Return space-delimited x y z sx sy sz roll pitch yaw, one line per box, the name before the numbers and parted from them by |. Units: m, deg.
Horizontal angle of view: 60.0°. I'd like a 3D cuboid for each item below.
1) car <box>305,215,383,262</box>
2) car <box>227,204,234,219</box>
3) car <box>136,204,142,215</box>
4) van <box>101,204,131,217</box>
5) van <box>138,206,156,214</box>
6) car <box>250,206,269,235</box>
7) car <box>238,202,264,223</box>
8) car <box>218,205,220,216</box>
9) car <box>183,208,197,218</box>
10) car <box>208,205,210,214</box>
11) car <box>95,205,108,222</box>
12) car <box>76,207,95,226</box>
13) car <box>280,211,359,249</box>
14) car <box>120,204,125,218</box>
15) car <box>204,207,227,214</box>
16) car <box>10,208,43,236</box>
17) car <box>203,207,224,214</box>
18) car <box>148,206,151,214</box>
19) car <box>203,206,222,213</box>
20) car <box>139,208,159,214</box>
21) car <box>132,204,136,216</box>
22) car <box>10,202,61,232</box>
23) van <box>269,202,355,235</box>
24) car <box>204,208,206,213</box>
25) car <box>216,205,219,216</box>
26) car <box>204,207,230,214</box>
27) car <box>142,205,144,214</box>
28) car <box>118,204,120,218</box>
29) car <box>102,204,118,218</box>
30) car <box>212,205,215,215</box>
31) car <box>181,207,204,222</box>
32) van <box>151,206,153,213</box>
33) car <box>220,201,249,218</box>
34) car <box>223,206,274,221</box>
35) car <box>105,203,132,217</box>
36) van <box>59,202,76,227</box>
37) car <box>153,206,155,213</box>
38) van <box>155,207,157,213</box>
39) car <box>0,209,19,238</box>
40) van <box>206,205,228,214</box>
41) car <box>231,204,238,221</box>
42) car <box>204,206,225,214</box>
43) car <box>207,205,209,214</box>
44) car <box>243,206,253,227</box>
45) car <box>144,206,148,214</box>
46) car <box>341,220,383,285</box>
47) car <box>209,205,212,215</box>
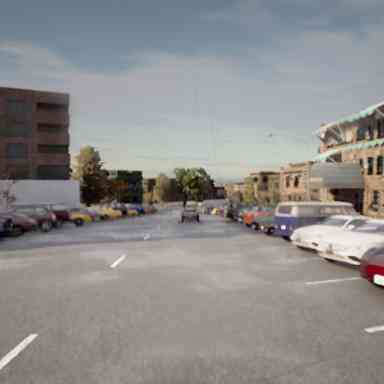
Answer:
car | 6.401 1.633 11.001 4.674 1.452 2.002 1 -1 -20
car | 6.261 2.167 31.540 4.892 1.521 2.231 2 -3 -20
car | -11.667 3.242 55.258 5.366 1.575 1.946 0 -3 -21
van | -11.906 2.868 52.166 4.442 1.987 1.878 0 -3 -21
van | -11.893 4.693 88.169 4.442 1.987 1.878 0 -3 -19
car | 6.361 1.803 19.808 5.008 1.535 2.097 1 -2 -20
car | 6.286 1.847 25.671 4.553 1.767 2.185 1 -2 -20
car | 6.182 2.504 40.333 5.008 1.535 2.097 2 -2 -21
car | -0.310 2.928 46.915 1.895 1.301 4.718 0 -3 0
car | 5.922 3.329 57.919 4.892 1.521 2.231 2 -3 -21
car | -11.546 2.336 34.274 4.792 1.488 2.163 0 -3 -20
car | -11.347 2.090 28.349 5.366 1.575 1.946 0 -2 -20
car | 6.389 1.697 13.939 4.674 1.452 2.002 1 -1 -20
car | -11.848 2.668 43.164 5.366 1.575 1.946 0 -2 -21
car | 5.541 4.362 78.446 5.008 1.535 2.097 2 -3 -21
car | -11.451 1.860 19.304 4.674 1.452 2.002 0 -1 -20
car | 5.425 4.690 84.349 4.792 1.488 2.163 2 -3 -21
car | -11.942 4.008 70.209 4.892 1.521 2.231 0 -3 -20
car | 5.300 4.682 87.282 4.553 1.767 2.185 2 -3 -21
car | -11.745 5.070 91.193 5.008 1.535 2.097 0 -3 -19
car | -11.577 2.945 49.273 5.366 1.575 1.946 0 -3 -21
car | -11.445 1.780 22.307 4.553 1.767 2.185 0 -2 -20
van | 6.482 1.504 16.922 4.442 1.987 1.878 1 -2 -20
car | 5.726 3.919 69.643 5.008 1.535 2.097 2 -3 -21
car | 6.134 2.626 43.262 5.008 1.535 2.097 2 -3 -21
car | 5.485 4.058 72.508 5.366 1.575 1.946 2 -3 -21
car | -11.913 3.145 58.183 5.566 2.045 2.435 0 -3 -21
car | -11.810 2.541 40.175 5.366 1.575 1.946 0 -2 -21
car | -11.432 2.417 37.316 5.366 1.575 1.946 0 -3 -21
car | 5.993 2.909 52.054 4.553 1.767 2.185 2 -3 -21
car | -0.184 2.320 35.051 2.128 1.511 4.902 0 -2 -1
van | -12.010 4.085 76.179 4.442 1.987 1.878 0 -3 -20
car | 6.268 2.024 34.494 5.566 2.045 2.435 2 -3 -20
car | 6.382 2.386 37.465 5.366 1.575 1.946 2 -3 -21
car | -11.739 2.555 46.217 5.566 2.045 2.435 0 -2 -21
van | -11.391 1.769 25.341 4.442 1.987 1.878 0 -2 -20
car | -11.843 4.338 79.225 4.553 1.767 2.185 0 -3 -19
van | -11.737 4.390 82.264 4.442 1.987 1.878 0 -3 -19
car | -11.467 1.772 16.300 4.792 1.488 2.163 0 -1 -20
van | 5.710 3.992 75.562 4.442 1.987 1.878 2 -3 -21
car | 6.287 2.069 28.604 4.892 1.521 2.231 1 -2 -20
car | 5.438 4.385 81.390 4.553 1.767 2.185 2 -3 -21
car | 5.876 3.476 60.848 4.892 1.521 2.231 2 -3 -21
car | 6.310 1.915 22.724 4.792 1.488 2.163 1 -2 -20
car | -11.964 3.450 64.193 5.566 2.045 2.435 0 -3 -20
car | 6.379 1.565 8.068 4.792 1.488 2.163 1 -1 -20
car | 5.971 3.180 54.986 5.008 1.535 2.097 2 -3 -21
